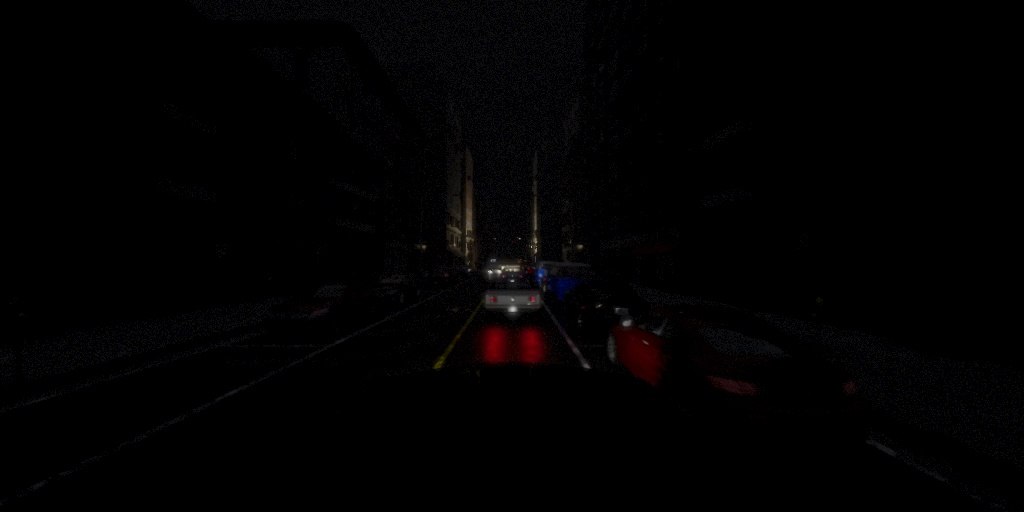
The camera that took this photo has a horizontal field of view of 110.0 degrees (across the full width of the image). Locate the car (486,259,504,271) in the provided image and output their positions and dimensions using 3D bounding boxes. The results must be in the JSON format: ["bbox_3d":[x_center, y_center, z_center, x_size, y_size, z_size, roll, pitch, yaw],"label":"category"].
[{"bbox_3d":[-2.780,1.714,59.503,1.812,1.442,4.674,0,0,1],"label":"car"}]

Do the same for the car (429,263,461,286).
[{"bbox_3d":[-5.377,1.375,27.264,1.967,1.591,4.097,0,0,0],"label":"car"}]

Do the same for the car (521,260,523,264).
[{"bbox_3d":[2.773,1.679,54.868,1.812,1.442,4.674,0,0,0],"label":"car"}]

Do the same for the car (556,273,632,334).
[{"bbox_3d":[2.641,1.378,10.730,1.948,1.339,4.313,0,0,0],"label":"car"}]

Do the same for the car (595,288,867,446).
[{"bbox_3d":[2.639,1.356,5.219,1.802,1.307,4.207,0,0,0],"label":"car"}]

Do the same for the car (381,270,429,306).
[{"bbox_3d":[-5.381,1.403,16.243,2.007,1.370,4.403,0,0,0],"label":"car"}]

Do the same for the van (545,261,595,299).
[{"bbox_3d":[2.644,1.193,16.240,1.690,1.789,3.998,0,0,0],"label":"van"}]

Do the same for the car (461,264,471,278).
[{"bbox_3d":[-5.372,1.573,38.285,2.007,1.370,4.403,0,0,0],"label":"car"}]

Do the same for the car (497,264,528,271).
[{"bbox_3d":[0.050,1.548,28.722,1.895,1.301,4.718,0,0,1],"label":"car"}]

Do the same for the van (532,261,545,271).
[{"bbox_3d":[2.648,1.276,27.260,1.690,1.789,3.998,0,0,0],"label":"van"}]

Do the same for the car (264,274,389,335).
[{"bbox_3d":[-5.384,1.395,10.733,1.802,1.307,4.207,0,0,0],"label":"car"}]

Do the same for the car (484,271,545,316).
[{"bbox_3d":[0.045,1.435,13.716,1.895,1.301,4.718,0,0,1],"label":"car"}]

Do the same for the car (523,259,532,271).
[{"bbox_3d":[2.655,1.505,43.793,1.967,1.591,4.097,0,0,0],"label":"car"}]

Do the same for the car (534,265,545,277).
[{"bbox_3d":[2.646,1.443,21.750,2.007,1.370,4.403,0,0,0],"label":"car"}]
